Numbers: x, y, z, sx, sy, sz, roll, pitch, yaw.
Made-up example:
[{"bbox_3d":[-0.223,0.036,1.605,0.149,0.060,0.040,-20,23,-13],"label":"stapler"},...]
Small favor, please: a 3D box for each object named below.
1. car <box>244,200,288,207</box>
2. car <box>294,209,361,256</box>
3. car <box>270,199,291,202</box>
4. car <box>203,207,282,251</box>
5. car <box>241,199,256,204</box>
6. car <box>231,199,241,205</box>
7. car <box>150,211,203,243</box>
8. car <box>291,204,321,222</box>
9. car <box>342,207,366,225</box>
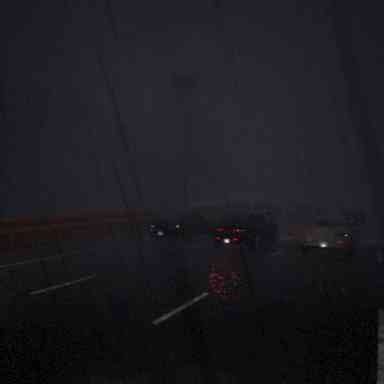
[{"bbox_3d":[6.736,1.806,30.042,2.128,1.511,4.902,0,-1,29],"label":"car"},{"bbox_3d":[5.811,1.666,13.871,1.812,1.442,4.674,0,0,29],"label":"car"},{"bbox_3d":[17.765,2.208,64.490,2.033,1.411,5.357,-1,-1,41],"label":"car"},{"bbox_3d":[2.550,1.668,15.217,1.837,1.490,4.892,0,0,29],"label":"car"},{"bbox_3d":[12.844,2.226,69.454,1.837,1.490,4.892,-1,-1,40],"label":"car"},{"bbox_3d":[10.383,2.235,71.967,1.882,1.535,5.008,-1,-1,40],"label":"car"},{"bbox_3d":[-0.323,1.713,17.247,1.812,1.442,4.674,0,0,29],"label":"car"},{"bbox_3d":[9.797,1.782,28.344,2.128,1.511,4.902,0,-1,29],"label":"car"},{"bbox_3d":[12.737,1.865,26.437,1.895,1.301,4.718,0,-1,29],"label":"car"}]
